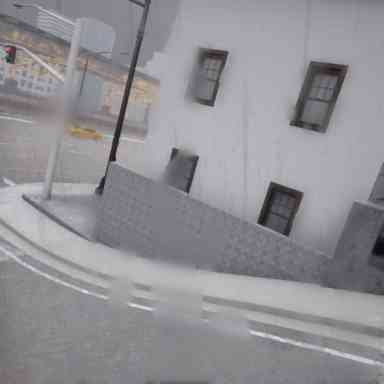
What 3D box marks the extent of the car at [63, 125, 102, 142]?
[{"bbox_3d":[-13.091,-7.187,39.918,1.882,1.535,5.008,24,13,34],"label":"car"}]
